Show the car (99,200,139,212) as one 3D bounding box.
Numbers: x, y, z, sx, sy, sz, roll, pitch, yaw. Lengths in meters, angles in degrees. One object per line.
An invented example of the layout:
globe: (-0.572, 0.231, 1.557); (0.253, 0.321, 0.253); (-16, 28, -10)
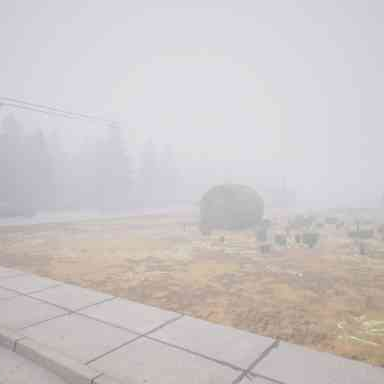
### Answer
car: (-8.522, 1.628, 39.023); (1.895, 1.301, 4.718); (0, 0, 37)

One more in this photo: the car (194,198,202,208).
car: (2.088, 1.552, 47.168); (1.812, 1.442, 4.674); (0, 0, 36)

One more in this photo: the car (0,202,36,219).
car: (-15.937, 1.591, 28.984); (1.994, 1.385, 4.181); (0, 0, 36)
